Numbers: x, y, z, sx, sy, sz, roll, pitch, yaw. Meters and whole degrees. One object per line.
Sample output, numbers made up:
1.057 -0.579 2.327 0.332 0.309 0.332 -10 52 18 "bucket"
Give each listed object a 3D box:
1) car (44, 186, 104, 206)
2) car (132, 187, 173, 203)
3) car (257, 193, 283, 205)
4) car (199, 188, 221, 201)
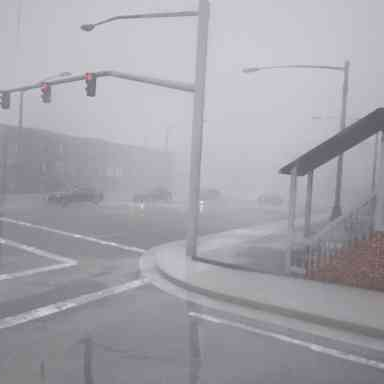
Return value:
-9.319 0.250 26.670 2.128 1.511 4.902 5 3 36 "car"
-3.982 0.265 34.088 1.837 1.490 4.892 5 3 36 "car"
9.646 0.802 40.752 1.994 1.385 4.181 5 3 36 "car"
1.948 0.268 42.308 1.837 1.490 4.892 5 3 36 "car"
